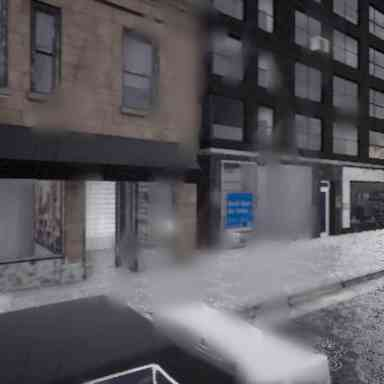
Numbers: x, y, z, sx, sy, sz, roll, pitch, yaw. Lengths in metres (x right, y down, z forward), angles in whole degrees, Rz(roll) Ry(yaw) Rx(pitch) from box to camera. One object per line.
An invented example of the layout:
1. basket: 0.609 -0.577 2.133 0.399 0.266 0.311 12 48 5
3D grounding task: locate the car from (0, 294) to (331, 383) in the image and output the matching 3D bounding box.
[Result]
1. car: -1.218 1.601 2.203 4.718 1.301 1.895 0 0 -36
